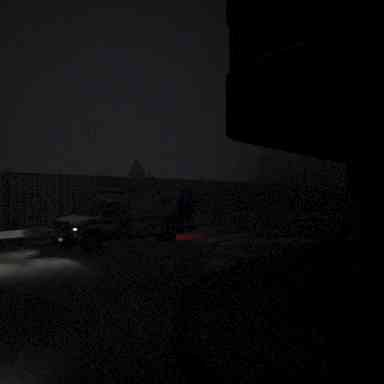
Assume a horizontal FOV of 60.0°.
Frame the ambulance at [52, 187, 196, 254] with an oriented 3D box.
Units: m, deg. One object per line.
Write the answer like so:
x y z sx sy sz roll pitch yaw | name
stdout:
-2.676 1.025 14.431 2.351 2.431 6.366 0 0 41 | ambulance
